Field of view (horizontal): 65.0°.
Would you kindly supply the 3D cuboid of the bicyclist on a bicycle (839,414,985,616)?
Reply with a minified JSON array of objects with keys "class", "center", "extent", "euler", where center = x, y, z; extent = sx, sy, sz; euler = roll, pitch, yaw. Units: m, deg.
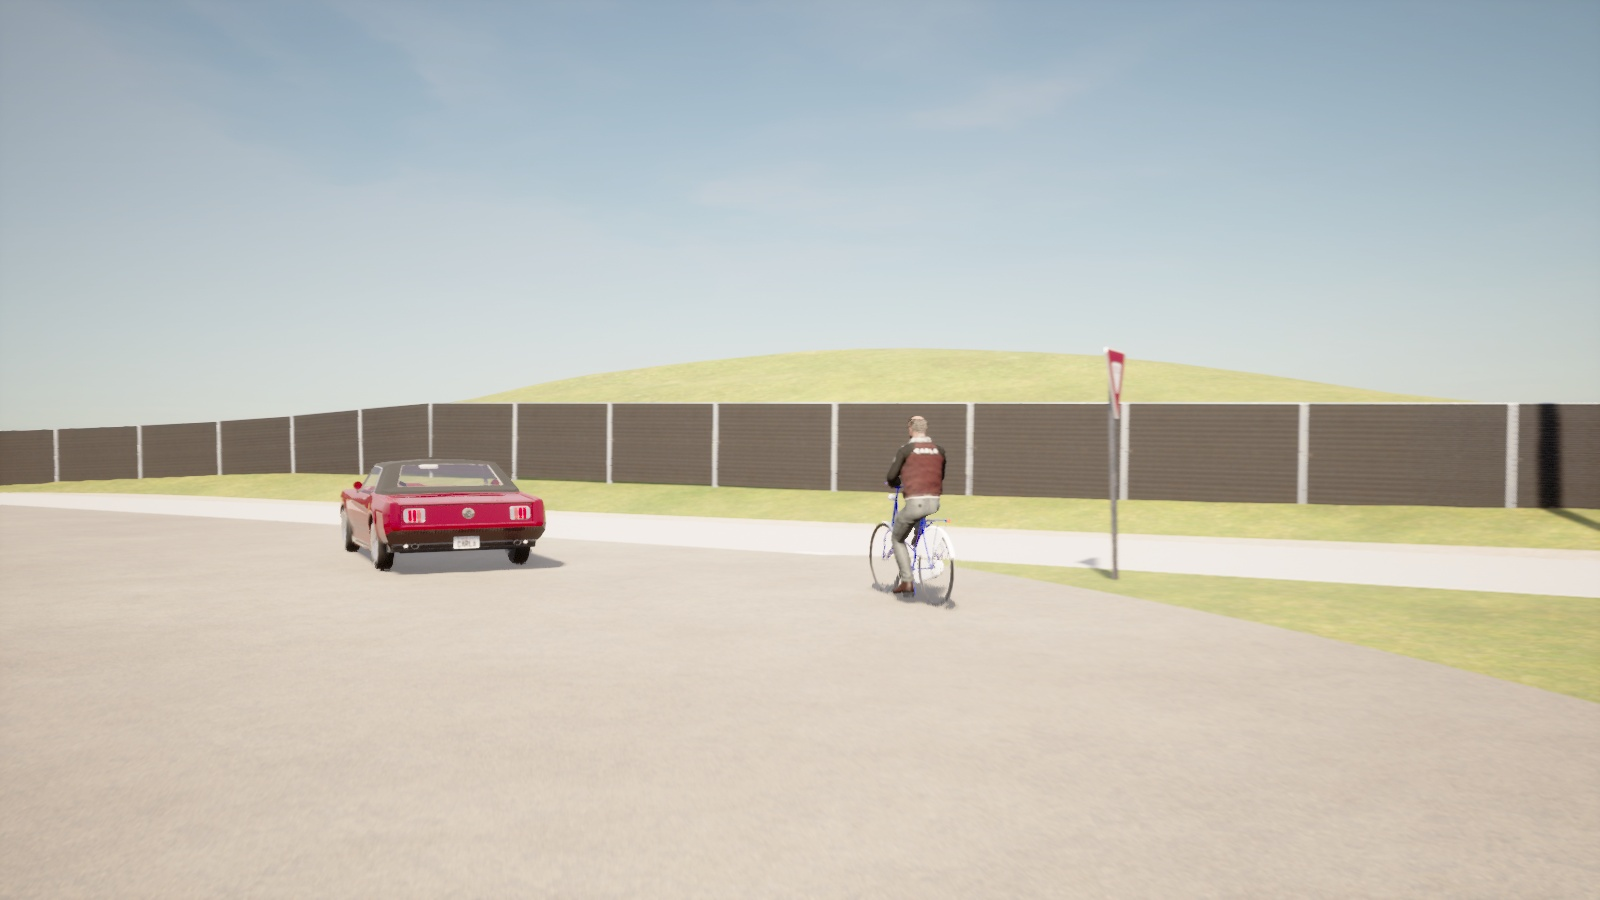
[{"class":"bicyclist on a bicycle","center":[1.023,0.565,11.986],"extent":[0.659,1.776,1.843],"euler":[0,0,-20]}]

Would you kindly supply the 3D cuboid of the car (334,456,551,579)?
[{"class":"car","center":[-4.826,0.761,16.442],"extent":[1.895,1.301,4.718],"euler":[0,0,-27]}]
